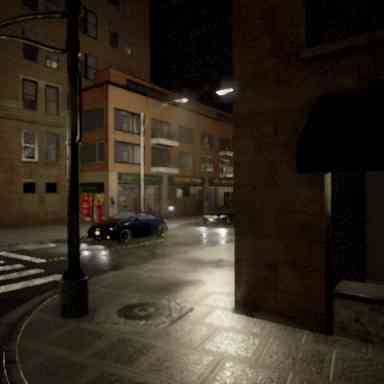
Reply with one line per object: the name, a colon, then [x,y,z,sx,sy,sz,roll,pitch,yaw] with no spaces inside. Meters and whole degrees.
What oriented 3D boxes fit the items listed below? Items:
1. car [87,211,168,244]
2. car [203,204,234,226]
car: [-3.080,1.662,16.506,1.994,1.385,4.181,0,0,35]
car: [2.633,1.647,24.514,1.812,1.442,4.674,0,0,35]
